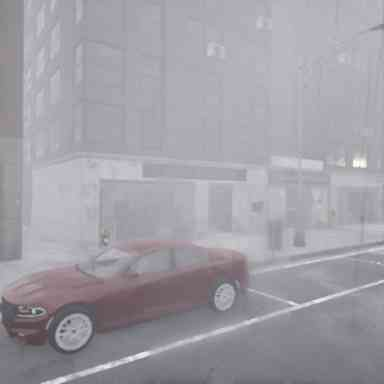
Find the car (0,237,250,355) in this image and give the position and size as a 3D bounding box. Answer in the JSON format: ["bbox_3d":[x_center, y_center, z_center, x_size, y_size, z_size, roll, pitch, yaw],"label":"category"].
[{"bbox_3d":[-0.922,1.565,6.109,4.507,1.381,1.887,1,0,-36],"label":"car"}]
